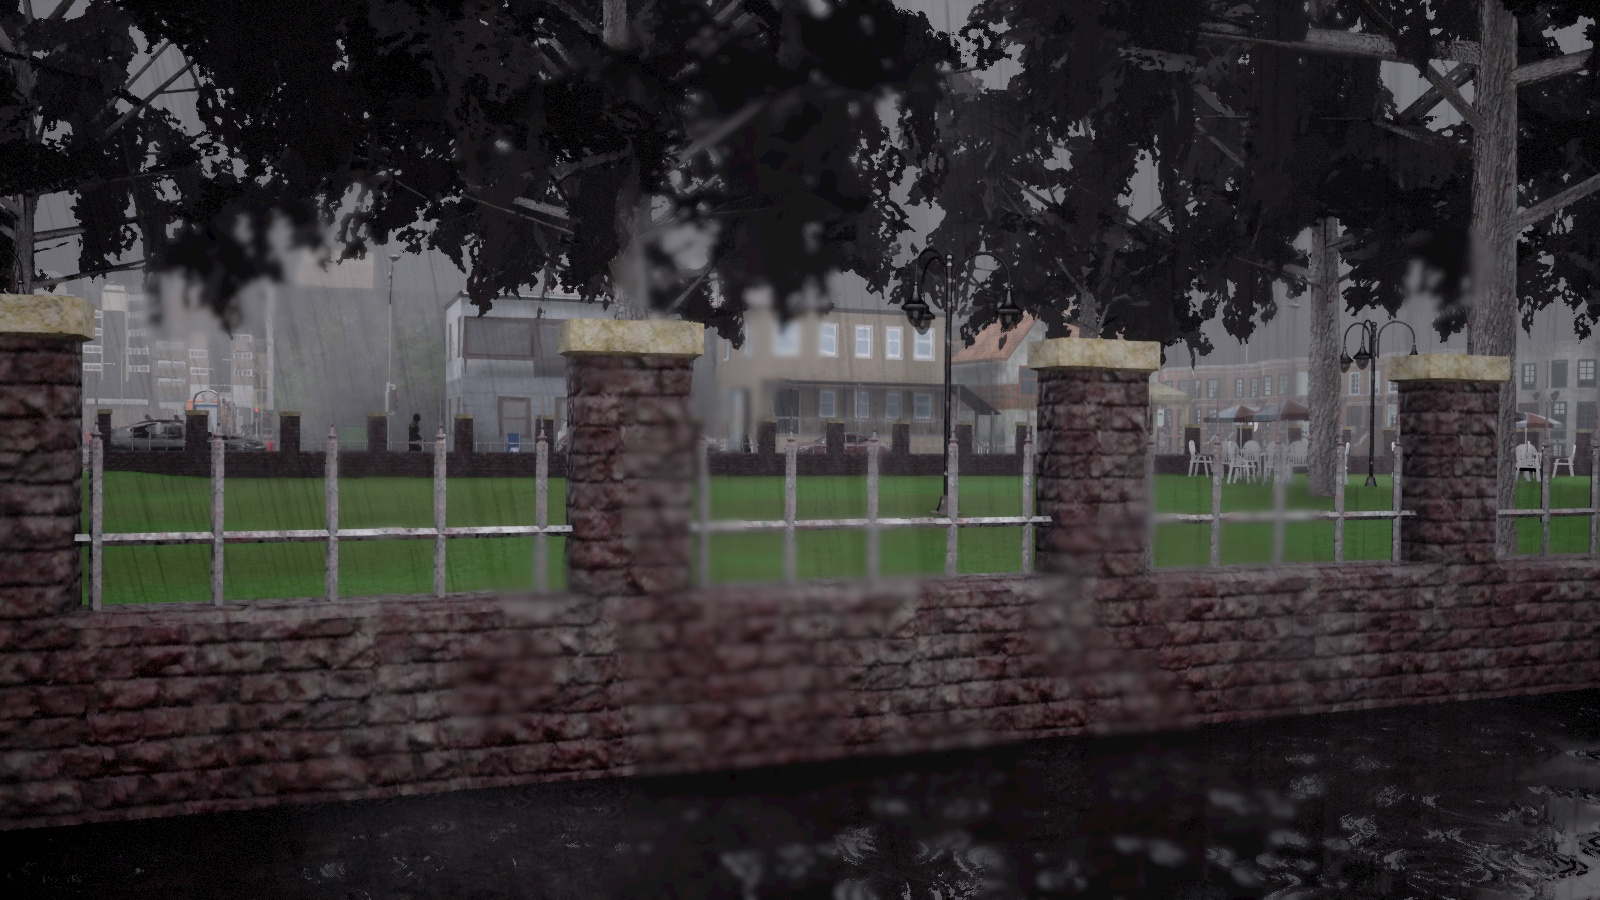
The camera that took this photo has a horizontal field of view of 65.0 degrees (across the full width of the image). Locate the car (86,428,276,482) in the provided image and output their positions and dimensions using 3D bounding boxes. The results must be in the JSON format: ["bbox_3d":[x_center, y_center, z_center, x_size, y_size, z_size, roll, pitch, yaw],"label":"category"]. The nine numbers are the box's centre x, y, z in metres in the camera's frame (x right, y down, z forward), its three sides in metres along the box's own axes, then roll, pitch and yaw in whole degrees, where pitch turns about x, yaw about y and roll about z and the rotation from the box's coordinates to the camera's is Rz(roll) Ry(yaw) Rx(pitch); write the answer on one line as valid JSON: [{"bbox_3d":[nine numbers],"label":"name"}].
[{"bbox_3d":[-19.854,0.132,40.496,5.027,1.651,2.152,-1,1,-7],"label":"car"}]

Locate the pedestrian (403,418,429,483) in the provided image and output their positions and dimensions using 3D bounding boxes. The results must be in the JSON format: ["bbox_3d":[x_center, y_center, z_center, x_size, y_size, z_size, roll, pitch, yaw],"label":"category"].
[{"bbox_3d":[-11.557,0.017,37.814,0.692,1.930,0.395,-1,1,-20],"label":"pedestrian"}]

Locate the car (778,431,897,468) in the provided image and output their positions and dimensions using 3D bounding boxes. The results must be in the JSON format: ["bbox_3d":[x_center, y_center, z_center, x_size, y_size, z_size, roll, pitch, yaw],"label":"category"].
[{"bbox_3d":[1.576,-0.052,52.808,4.674,1.442,1.812,-1,1,-21],"label":"car"}]

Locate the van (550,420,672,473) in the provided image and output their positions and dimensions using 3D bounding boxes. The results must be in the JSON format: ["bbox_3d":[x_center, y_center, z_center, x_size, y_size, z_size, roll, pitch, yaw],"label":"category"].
[{"bbox_3d":[-7.425,-0.173,49.389,4.442,1.987,1.775,-1,1,-21],"label":"van"}]
